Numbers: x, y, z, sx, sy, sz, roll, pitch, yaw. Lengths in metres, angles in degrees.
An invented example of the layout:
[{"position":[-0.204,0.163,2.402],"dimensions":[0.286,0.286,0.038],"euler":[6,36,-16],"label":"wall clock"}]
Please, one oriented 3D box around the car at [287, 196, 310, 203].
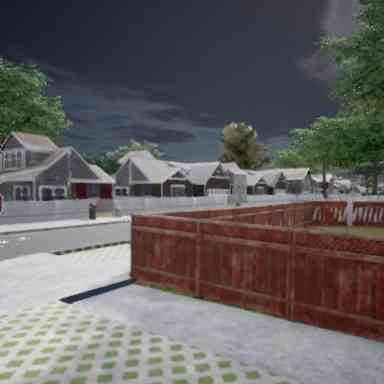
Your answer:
[{"position":[14.940,1.306,46.189],"dimensions":[2.033,1.411,5.357],"euler":[0,0,36],"label":"car"}]
